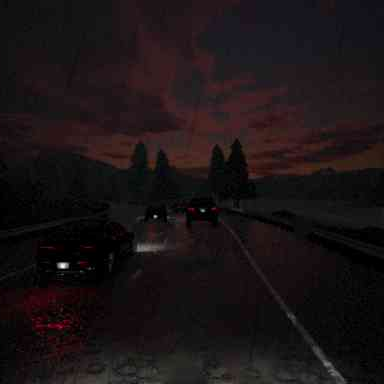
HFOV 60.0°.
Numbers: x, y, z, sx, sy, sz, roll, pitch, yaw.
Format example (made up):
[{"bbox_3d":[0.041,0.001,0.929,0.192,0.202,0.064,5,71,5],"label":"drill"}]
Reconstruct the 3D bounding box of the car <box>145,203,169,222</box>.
[{"bbox_3d":[-3.111,1.741,29.194,1.837,1.490,4.892,0,0,-4],"label":"car"}]

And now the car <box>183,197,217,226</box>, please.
[{"bbox_3d":[0.645,1.424,25.163,2.150,2.045,5.566,0,-1,-2],"label":"car"}]

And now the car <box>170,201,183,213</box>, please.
[{"bbox_3d":[-1.528,1.888,41.798,2.033,1.411,5.357,0,-1,-13],"label":"car"}]

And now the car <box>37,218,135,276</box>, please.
[{"bbox_3d":[-3.103,1.590,10.661,1.837,1.490,4.892,0,0,2],"label":"car"}]
